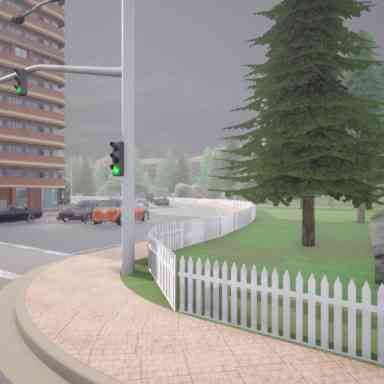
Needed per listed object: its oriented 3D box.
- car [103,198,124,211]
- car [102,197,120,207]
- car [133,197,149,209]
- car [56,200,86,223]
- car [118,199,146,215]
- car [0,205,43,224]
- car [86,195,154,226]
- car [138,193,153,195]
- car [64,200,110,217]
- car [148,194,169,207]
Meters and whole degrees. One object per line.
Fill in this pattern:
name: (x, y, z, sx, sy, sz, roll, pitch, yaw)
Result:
car: (-9.813, 1.492, 41.935, 2.033, 1.411, 5.357, 0, 0, -7)
car: (-12.664, 1.508, 51.592, 1.994, 1.385, 4.181, 0, 0, -24)
car: (-6.943, 1.470, 44.943, 1.812, 1.442, 4.674, 0, 0, -13)
car: (-7.822, 1.492, 25.309, 2.033, 1.411, 5.357, 0, 0, 17)
car: (-6.189, 1.470, 34.752, 1.812, 1.442, 4.674, 0, 0, 3)
car: (-12.708, 1.545, 22.629, 1.895, 1.301, 4.718, 0, 0, 23)
car: (-4.781, 1.296, 22.959, 2.097, 1.767, 4.553, 0, 0, 21)
car: (-9.593, 1.166, 66.456, 2.150, 2.045, 5.566, 0, 0, -40)
car: (-9.904, 1.492, 31.861, 2.033, 1.411, 5.357, 0, 0, 8)
car: (-4.888, 1.436, 51.229, 2.128, 1.511, 4.902, 0, 0, -19)
